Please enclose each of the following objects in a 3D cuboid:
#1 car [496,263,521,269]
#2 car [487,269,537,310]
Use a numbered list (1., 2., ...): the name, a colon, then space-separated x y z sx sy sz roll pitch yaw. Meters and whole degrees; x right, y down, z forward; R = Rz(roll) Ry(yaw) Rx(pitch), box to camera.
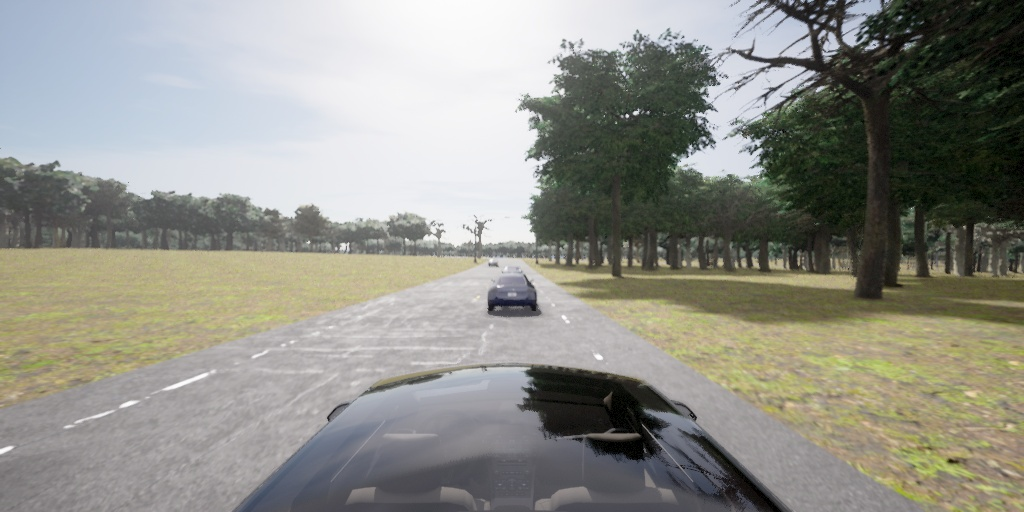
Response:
1. car: 0.021 1.461 29.353 2.033 1.411 5.357 0 0 0
2. car: 0.025 1.417 15.319 1.994 1.385 4.181 0 0 0
